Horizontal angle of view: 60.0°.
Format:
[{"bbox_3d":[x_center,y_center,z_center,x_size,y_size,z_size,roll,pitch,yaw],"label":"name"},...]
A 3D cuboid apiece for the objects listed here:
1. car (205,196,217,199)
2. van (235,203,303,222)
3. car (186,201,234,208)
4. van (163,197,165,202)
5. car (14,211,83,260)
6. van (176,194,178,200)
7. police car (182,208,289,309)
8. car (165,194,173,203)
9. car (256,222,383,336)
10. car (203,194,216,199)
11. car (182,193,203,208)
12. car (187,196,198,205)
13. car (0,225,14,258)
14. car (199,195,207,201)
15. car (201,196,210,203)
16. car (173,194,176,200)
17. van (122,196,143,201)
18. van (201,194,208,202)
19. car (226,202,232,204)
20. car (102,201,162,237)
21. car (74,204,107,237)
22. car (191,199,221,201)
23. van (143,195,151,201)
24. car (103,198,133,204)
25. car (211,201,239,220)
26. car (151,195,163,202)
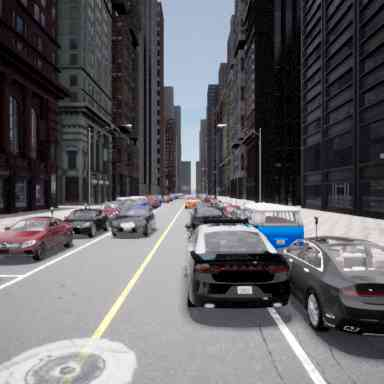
[{"bbox_3d":[2.854,1.563,40.462,1.887,1.381,4.507,0,0,0],"label":"car"},{"bbox_3d":[2.789,1.342,12.281,1.690,1.788,3.998,0,0,0],"label":"van"},{"bbox_3d":[0.828,1.481,18.012,1.882,1.535,5.008,0,0,-2],"label":"car"},{"bbox_3d":[-5.646,1.371,51.739,1.690,1.788,3.998,0,0,0],"label":"van"},{"bbox_3d":[-5.736,1.583,12.284,1.802,1.307,4.206,0,0,0],"label":"car"},{"bbox_3d":[-5.555,1.429,91.197,1.690,1.788,3.998,0,0,0],"label":"van"},{"bbox_3d":[0.794,1.427,8.118,1.930,1.638,5.238,0,0,-2],"label":"police car"},{"bbox_3d":[-5.607,1.596,68.650,1.887,1.381,4.507,0,0,0],"label":"car"},{"bbox_3d":[2.776,1.551,6.645,2.008,1.369,4.403,0,0,0],"label":"car"},{"bbox_3d":[2.879,1.345,51.735,2.192,1.841,5.009,0,0,0],"label":"car"},{"bbox_3d":[0.126,1.376,46.041,2.097,1.767,4.553,0,0,1],"label":"car"},{"bbox_3d":[0.136,1.543,59.108,1.837,1.490,4.892,0,0,0],"label":"car"},{"bbox_3d":[-5.749,1.566,6.647,1.947,1.339,4.313,0,0,0],"label":"car"},{"bbox_3d":[2.970,1.528,91.189,1.967,1.590,4.097,0,0,0],"label":"car"},{"bbox_3d":[2.932,1.586,74.450,1.752,1.417,4.829,0,0,0],"label":"car"},{"bbox_3d":[-5.581,1.635,79.923,1.947,1.339,4.313,0,0,0],"label":"car"},{"bbox_3d":[-5.698,1.351,29.194,1.690,1.788,3.998,0,0,0],"label":"van"},{"bbox_3d":[2.944,1.411,79.916,1.690,1.788,3.998,0,0,0],"label":"van"},{"bbox_3d":[2.815,1.588,23.554,1.802,1.307,4.206,0,0,0],"label":"car"},{"bbox_3d":[-3.059,1.495,18.206,2.128,1.511,4.902,0,0,0],"label":"car"},{"bbox_3d":[-5.723,1.569,17.921,1.947,1.339,4.313,0,0,0],"label":"car"},{"bbox_3d":[0.955,1.512,24.034,1.837,1.490,4.892,0,0,0],"label":"car"},{"bbox_3d":[-5.685,1.355,34.830,1.690,1.788,3.998,0,0,0],"label":"van"},{"bbox_3d":[-5.711,1.446,23.558,1.967,1.590,4.097,0,0,0],"label":"car"},{"bbox_3d":[2.828,1.561,29.190,2.008,1.369,4.403,0,0,0],"label":"car"},{"bbox_3d":[-5.659,1.339,46.103,2.192,1.841,5.009,0,0,0],"label":"car"}]
